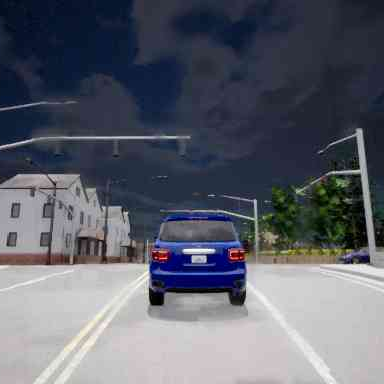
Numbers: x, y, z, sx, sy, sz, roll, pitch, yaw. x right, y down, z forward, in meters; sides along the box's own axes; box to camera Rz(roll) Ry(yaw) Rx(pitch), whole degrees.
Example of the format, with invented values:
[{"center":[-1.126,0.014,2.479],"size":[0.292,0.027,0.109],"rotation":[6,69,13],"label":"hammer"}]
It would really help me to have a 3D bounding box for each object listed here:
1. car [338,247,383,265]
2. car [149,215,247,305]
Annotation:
[{"center":[15.447,5.654,29.569],"size":[4.553,1.767,2.097],"rotation":[0,-12,1],"label":"car"},{"center":[0.085,1.759,9.276],"size":[2.150,2.045,5.566],"rotation":[0,-7,-1],"label":"car"}]
